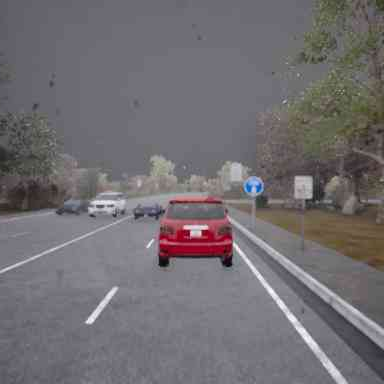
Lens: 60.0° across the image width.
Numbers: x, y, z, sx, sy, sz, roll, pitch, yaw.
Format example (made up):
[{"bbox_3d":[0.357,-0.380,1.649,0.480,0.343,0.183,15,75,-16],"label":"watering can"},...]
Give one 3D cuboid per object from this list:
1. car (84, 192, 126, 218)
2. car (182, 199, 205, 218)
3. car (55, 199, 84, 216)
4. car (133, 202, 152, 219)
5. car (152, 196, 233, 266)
[{"bbox_3d":[-7.089,1.058,28.417,2.150,2.045,5.566,0,0,0],"label":"car"},{"bbox_3d":[0.109,1.357,29.040,1.812,1.442,4.674,0,0,0],"label":"car"},{"bbox_3d":[-10.589,1.372,30.366,2.033,1.411,5.357,0,0,0],"label":"car"},{"bbox_3d":[-3.392,1.446,26.707,1.895,1.301,4.718,0,0,0],"label":"car"},{"bbox_3d":[0.104,1.156,11.406,2.150,2.045,5.566,0,0,0],"label":"car"}]
